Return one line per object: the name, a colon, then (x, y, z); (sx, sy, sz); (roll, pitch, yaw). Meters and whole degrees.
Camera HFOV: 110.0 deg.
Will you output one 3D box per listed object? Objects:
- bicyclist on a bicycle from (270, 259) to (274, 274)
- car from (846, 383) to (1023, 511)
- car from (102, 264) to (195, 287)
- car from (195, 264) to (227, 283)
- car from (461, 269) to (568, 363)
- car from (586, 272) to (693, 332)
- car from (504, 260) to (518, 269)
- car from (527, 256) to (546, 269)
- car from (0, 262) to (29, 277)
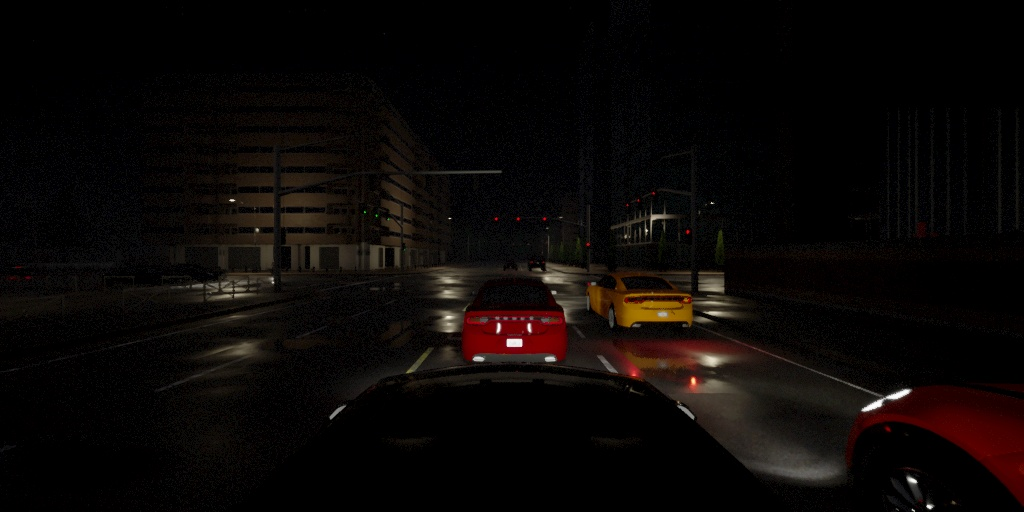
bicyclist on a bicycle: (-25.540, 1.106, 38.695); (0.582, 1.620, 1.656); (0, 0, 0)
car: (3.600, 1.106, 0.817); (2.097, 1.767, 4.553); (0, 0, 0)
car: (-24.757, 1.331, 24.229); (4.674, 1.442, 1.812); (0, 0, 0)
car: (-24.781, 1.331, 27.729); (4.674, 1.442, 1.812); (0, 0, 0)
car: (0.058, 1.228, 8.164); (1.882, 1.535, 5.008); (0, 0, 0)
car: (3.577, 1.228, 10.940); (1.882, 1.535, 5.008); (0, 0, 0)
car: (-0.199, 1.275, 50.365); (1.812, 1.442, 4.674); (0, 0, 0)
car: (3.293, 0.971, 48.612); (2.150, 2.045, 5.566); (0, 0, 0)
car: (-50.350, 1.297, 34.956); (4.902, 1.511, 2.128); (0, 0, 1)
